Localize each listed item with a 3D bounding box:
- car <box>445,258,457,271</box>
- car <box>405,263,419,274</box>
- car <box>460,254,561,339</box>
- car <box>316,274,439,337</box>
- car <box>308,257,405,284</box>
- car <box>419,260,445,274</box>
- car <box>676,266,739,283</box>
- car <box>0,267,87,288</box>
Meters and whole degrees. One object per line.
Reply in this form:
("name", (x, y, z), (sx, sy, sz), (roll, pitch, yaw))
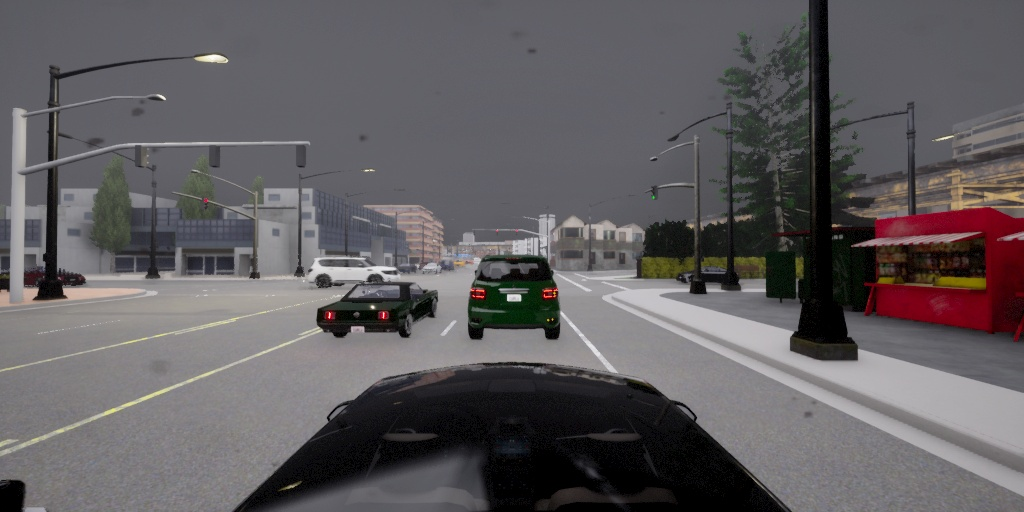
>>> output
("car", (-10.618, 1.527, 57.439), (2.097, 1.767, 4.553), (0, 0, 0))
("car", (-14.139, 1.671, 48.259), (2.033, 1.411, 5.357), (0, -1, 0))
("car", (0.060, 0.986, 10.241), (2.150, 2.045, 5.566), (0, 0, 0))
("car", (-3.437, 1.368, 10.257), (1.895, 1.301, 4.718), (0, 0, 0))
("car", (-10.344, 1.089, 23.614), (5.566, 2.045, 2.150), (0, -1, 0))
("car", (-10.629, 1.644, 47.886), (1.812, 1.442, 4.674), (0, 0, 0))
("car", (14.746, 1.449, 27.128), (4.181, 1.385, 1.994), (0, -1, 0))
("car", (-31.132, 1.403, 23.774), (4.181, 1.385, 1.994), (0, -1, 1))
